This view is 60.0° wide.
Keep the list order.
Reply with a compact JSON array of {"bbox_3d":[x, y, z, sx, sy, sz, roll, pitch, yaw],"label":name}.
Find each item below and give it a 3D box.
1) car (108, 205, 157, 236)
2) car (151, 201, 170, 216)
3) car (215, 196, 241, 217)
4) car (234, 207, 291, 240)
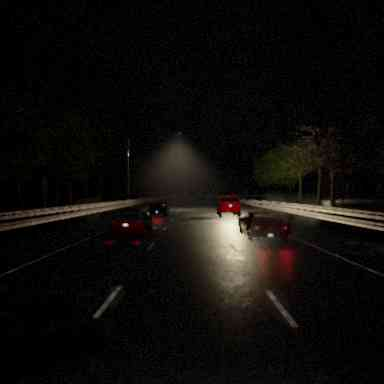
[{"bbox_3d":[-3.402,1.669,19.021,1.994,1.385,4.181,0,0,0],"label":"car"},{"bbox_3d":[-3.405,1.690,34.716,1.837,1.490,4.892,0,0,0],"label":"car"},{"bbox_3d":[3.596,1.401,33.695,2.150,2.045,5.566,0,0,0],"label":"car"},{"bbox_3d":[3.597,1.697,17.437,1.895,1.301,4.718,0,0,0],"label":"car"}]
